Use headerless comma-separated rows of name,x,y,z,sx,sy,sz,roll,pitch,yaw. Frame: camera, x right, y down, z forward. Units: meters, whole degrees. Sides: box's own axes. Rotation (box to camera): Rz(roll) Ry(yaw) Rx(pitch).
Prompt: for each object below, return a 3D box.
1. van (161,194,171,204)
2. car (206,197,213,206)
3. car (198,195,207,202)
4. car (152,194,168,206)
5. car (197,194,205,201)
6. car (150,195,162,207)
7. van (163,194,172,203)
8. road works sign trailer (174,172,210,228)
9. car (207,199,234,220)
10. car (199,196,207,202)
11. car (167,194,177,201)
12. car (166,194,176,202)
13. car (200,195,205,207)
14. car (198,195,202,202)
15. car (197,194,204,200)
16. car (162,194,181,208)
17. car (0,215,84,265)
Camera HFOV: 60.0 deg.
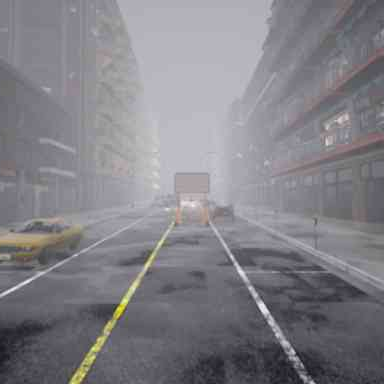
van,-5.293,1.424,67.308,1.690,1.788,3.998,2,0,0
car,2.584,1.538,34.234,1.752,1.417,4.829,1,0,0
car,2.591,1.581,83.840,1.967,1.590,4.097,1,0,0
car,-5.292,1.370,56.249,2.192,1.841,5.009,2,0,0
car,2.551,1.500,94.902,2.192,1.841,5.009,1,0,0
car,-5.297,1.568,50.547,1.752,1.417,4.829,2,0,0
van,-5.294,1.442,72.840,1.690,1.788,3.998,1,0,0
road works sign trailer,-0.010,0.465,22.213,2.380,3.560,2.880,0,0,0
car,2.584,1.551,28.532,1.887,1.381,4.507,1,0,0
car,2.581,1.664,78.308,1.887,1.381,4.507,1,0,0
car,-5.294,1.478,89.431,2.192,1.841,5.009,1,0,0
car,-5.294,1.456,83.901,2.192,1.841,5.009,1,0,0
car,2.583,1.587,50.655,1.887,1.381,4.507,1,0,0
car,2.582,1.605,56.186,2.008,1.369,4.403,1,0,0
car,2.582,1.645,72.778,1.887,1.381,4.507,1,0,0
car,-2.834,1.263,50.085,2.150,2.045,5.566,0,0,0
car,-5.294,1.523,11.840,1.752,1.417,4.829,2,0,0
